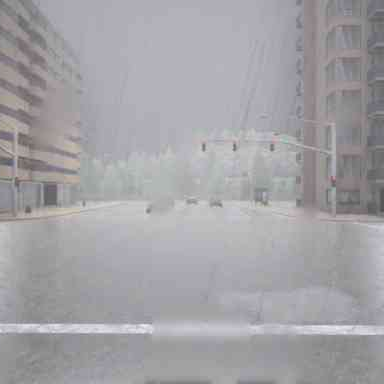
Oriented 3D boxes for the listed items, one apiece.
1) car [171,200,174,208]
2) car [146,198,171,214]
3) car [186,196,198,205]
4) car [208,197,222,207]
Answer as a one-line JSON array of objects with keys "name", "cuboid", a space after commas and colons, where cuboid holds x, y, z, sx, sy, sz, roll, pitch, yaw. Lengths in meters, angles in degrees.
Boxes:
[{"name": "car", "cuboid": [-3.587, 1.564, 47.354, 1.994, 1.385, 4.181, 0, 0, 0]}, {"name": "car", "cuboid": [-3.592, 1.526, 34.813, 1.812, 1.442, 4.674, 0, 0, 0]}, {"name": "car", "cuboid": [-0.012, 1.526, 60.173, 1.812, 1.442, 4.674, 0, 0, 0]}, {"name": "car", "cuboid": [3.586, 1.547, 51.452, 2.033, 1.411, 5.357, 0, 0, 0]}]
